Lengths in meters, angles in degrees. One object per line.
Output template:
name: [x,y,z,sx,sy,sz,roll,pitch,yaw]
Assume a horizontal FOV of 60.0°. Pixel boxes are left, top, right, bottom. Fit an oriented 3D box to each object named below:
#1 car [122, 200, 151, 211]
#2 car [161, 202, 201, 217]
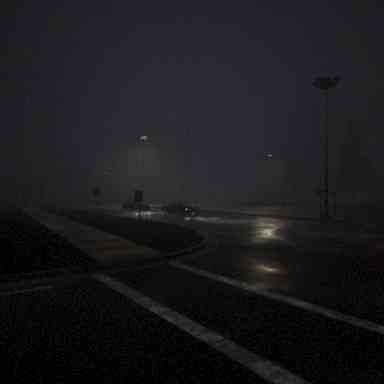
car: [-6.961,1.683,41.512,1.895,1.301,4.718,0,0,-34]
car: [-1.135,1.683,33.108,1.895,1.301,4.718,0,0,-35]
